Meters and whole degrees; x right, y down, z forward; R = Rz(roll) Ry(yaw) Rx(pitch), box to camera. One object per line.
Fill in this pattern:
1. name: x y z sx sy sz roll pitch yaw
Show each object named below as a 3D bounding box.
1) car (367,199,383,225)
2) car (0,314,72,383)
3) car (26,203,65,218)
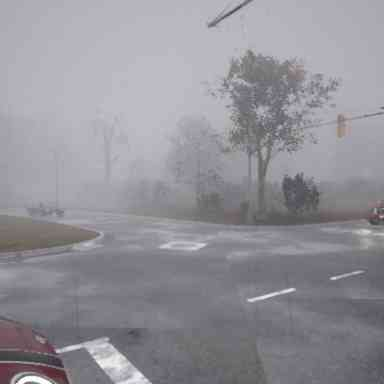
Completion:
1. car: 14.270 1.218 22.702 5.566 2.045 2.150 0 0 -35
2. car: -2.969 1.352 1.713 4.553 1.767 2.097 0 0 -37
3. car: -13.701 1.636 30.931 1.895 1.301 4.718 0 0 -45
